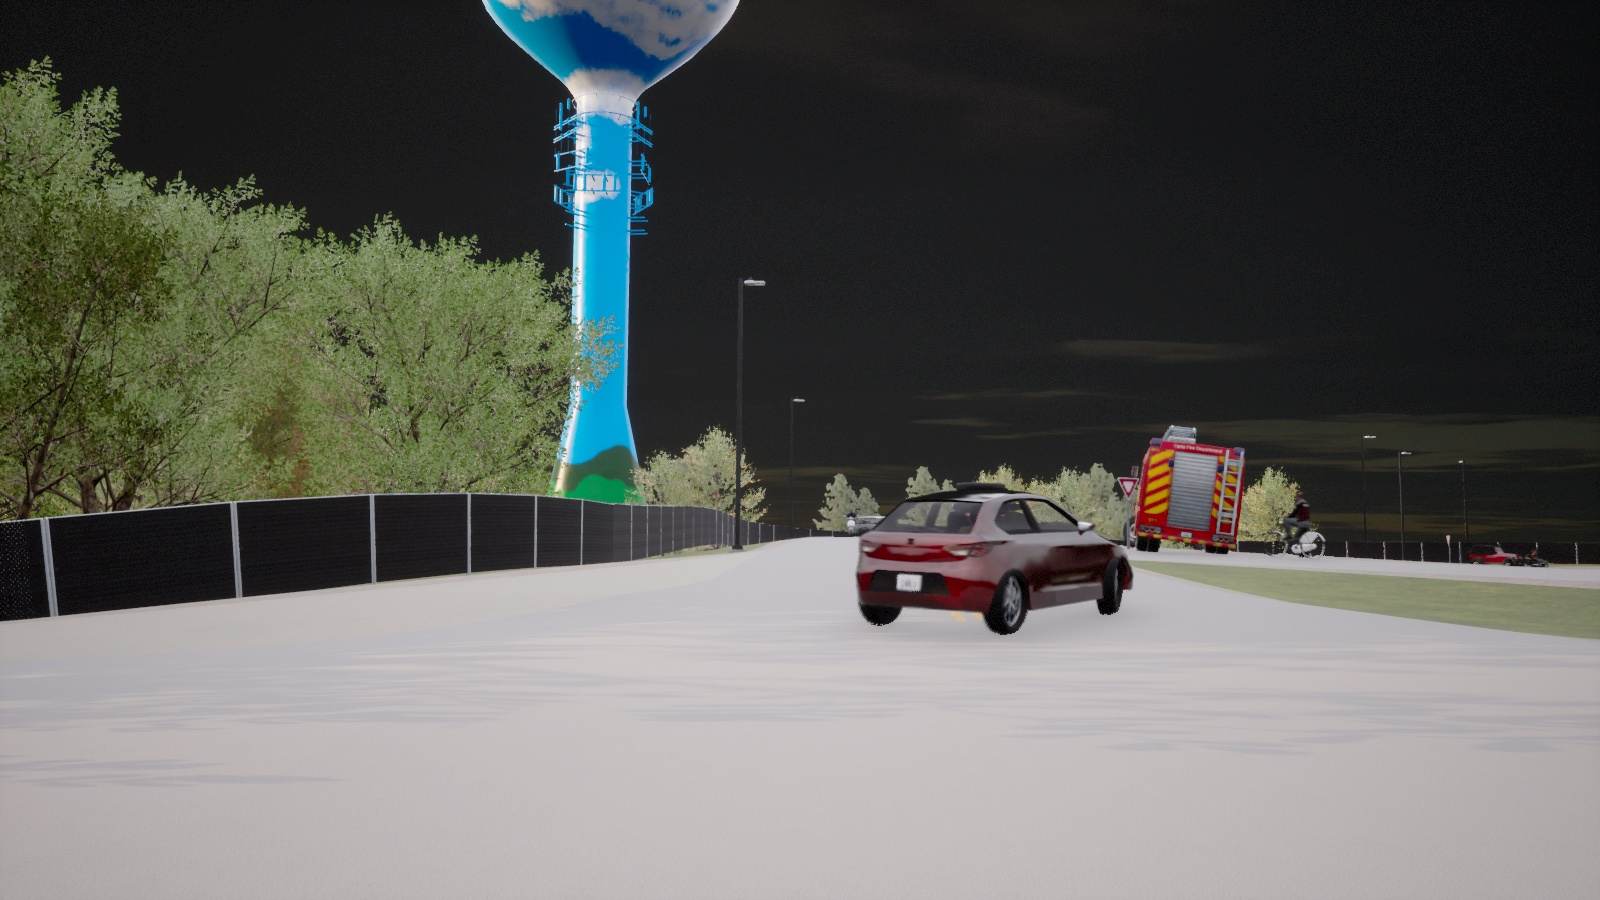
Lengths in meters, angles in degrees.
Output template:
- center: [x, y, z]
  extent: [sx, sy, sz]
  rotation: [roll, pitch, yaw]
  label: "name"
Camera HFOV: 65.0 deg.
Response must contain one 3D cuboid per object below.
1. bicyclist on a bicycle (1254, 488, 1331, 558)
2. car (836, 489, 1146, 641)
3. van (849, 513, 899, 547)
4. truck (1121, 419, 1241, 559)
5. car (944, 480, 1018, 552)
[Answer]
- center: [12.985, 1.910, 33.171]
  extent: [0.659, 1.776, 1.843]
  rotation: [2, -3, -33]
  label: "bicyclist on a bicycle"
- center: [2.346, 1.188, 14.473]
  extent: [1.816, 1.474, 4.193]
  rotation: [-1, -2, 36]
  label: "car"
- center: [5.051, 5.468, 85.113]
  extent: [2.069, 2.038, 4.480]
  rotation: [-3, -7, 21]
  label: "van"
- center: [12.381, 1.392, 41.476]
  extent: [2.891, 3.827, 8.468]
  rotation: [7, -2, 14]
  label: "truck"
- center: [4.996, 1.831, 34.763]
  extent: [1.905, 1.878, 3.866]
  rotation: [0, -3, 8]
  label: "car"
